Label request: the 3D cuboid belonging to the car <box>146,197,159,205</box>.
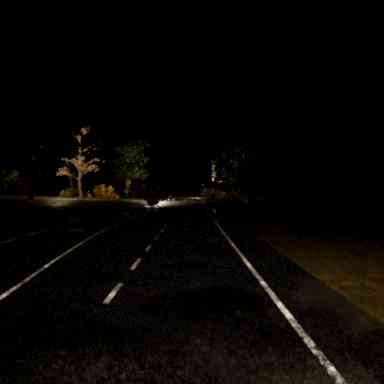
[{"bbox_3d":[-7.003,1.616,59.059,1.837,1.490,4.892,0,1,0],"label":"car"}]
